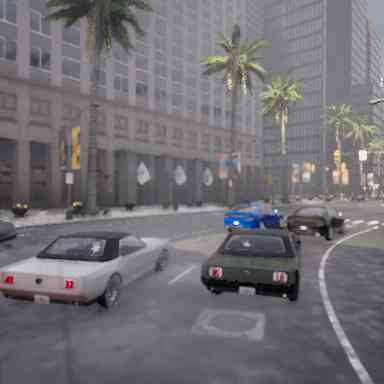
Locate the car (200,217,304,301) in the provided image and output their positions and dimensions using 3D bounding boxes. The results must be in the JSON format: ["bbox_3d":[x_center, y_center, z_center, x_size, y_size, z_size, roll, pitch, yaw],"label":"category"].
[{"bbox_3d":[1.747,1.573,8.367,1.895,1.301,4.718,0,0,19],"label":"car"}]

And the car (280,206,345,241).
[{"bbox_3d":[6.334,1.428,16.771,1.882,1.535,5.008,0,0,34],"label":"car"}]

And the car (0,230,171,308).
[{"bbox_3d":[-2.037,1.567,7.919,1.895,1.301,4.718,0,0,15],"label":"car"}]

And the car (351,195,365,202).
[{"bbox_3d":[36.058,1.318,72.131,2.161,1.482,4.786,0,0,41],"label":"car"}]

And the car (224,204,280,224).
[{"bbox_3d":[3.644,1.414,18.945,1.882,1.535,5.008,0,0,34],"label":"car"}]

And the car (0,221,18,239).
[{"bbox_3d":[-8.582,1.489,11.215,2.033,1.411,5.357,0,0,18],"label":"car"}]
